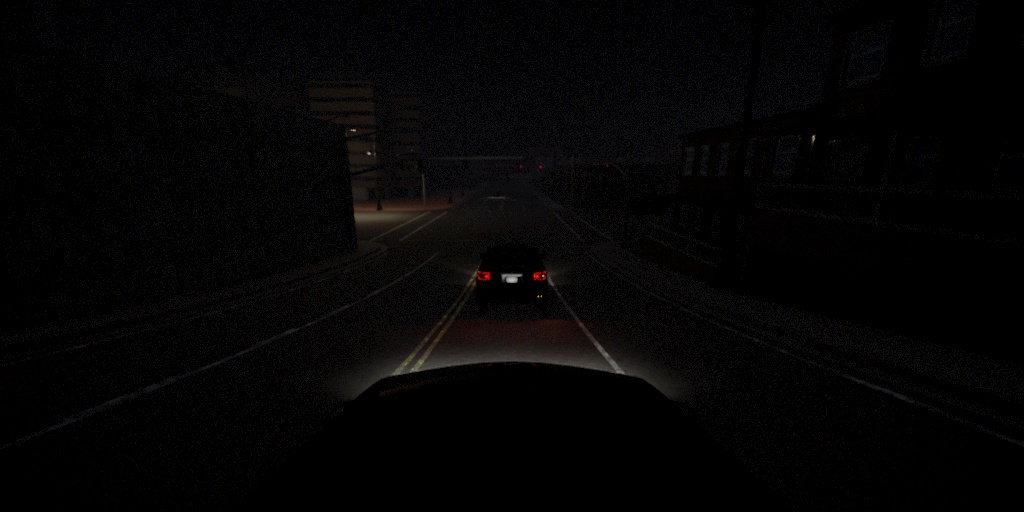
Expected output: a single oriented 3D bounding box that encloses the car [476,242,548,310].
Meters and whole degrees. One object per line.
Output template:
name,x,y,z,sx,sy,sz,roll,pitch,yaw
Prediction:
car,0.014,0.499,12.503,2.150,2.045,5.566,0,5,0
